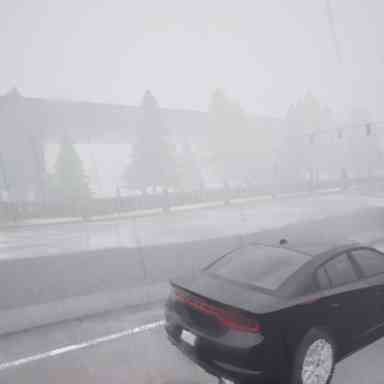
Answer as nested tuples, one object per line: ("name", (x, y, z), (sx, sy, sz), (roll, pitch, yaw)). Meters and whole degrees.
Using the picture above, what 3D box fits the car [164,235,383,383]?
("car", (1.963, 1.413, 5.159), (5.008, 1.535, 1.882), (-2, 1, -36))
